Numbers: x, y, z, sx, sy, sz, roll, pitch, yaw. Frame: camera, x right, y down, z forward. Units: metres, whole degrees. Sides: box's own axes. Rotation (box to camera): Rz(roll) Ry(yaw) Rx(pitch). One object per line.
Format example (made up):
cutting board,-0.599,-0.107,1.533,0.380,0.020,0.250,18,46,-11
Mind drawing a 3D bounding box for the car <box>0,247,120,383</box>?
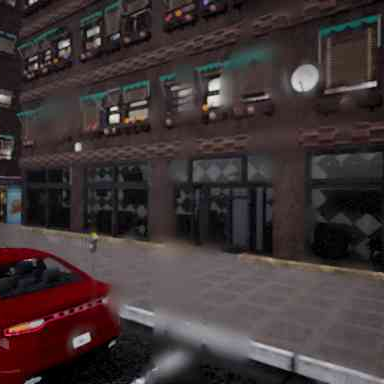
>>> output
car,-3.060,1.532,5.061,4.507,1.381,1.887,0,0,36
